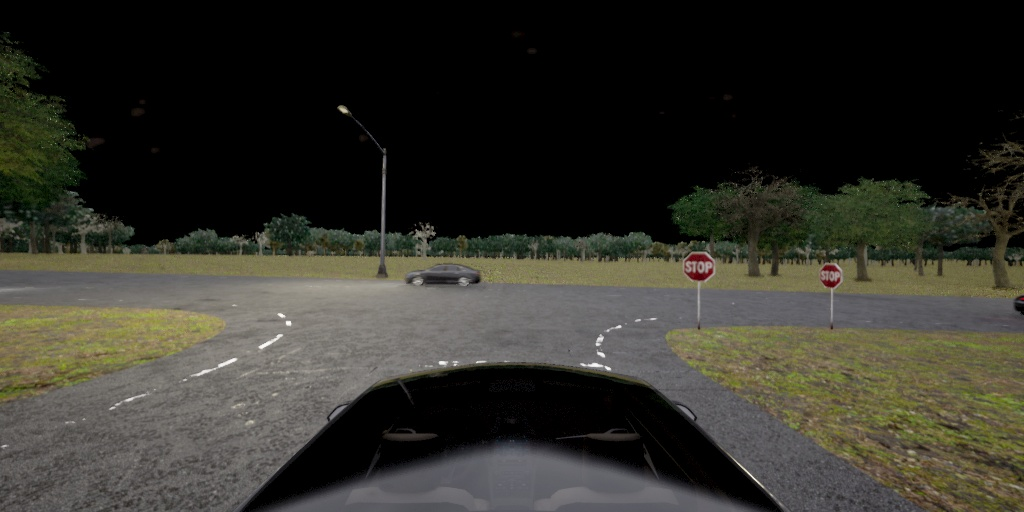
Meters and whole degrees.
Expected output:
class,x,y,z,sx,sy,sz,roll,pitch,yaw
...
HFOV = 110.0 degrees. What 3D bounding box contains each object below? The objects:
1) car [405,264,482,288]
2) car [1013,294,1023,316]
class,x,y,z,sx,sy,sz,roll,pitch,yaw
car,-4.406,1.238,23.323,4.892,1.490,1.837,1,1,0
car,26.185,2.249,16.372,4.892,1.490,1.837,2,1,0
